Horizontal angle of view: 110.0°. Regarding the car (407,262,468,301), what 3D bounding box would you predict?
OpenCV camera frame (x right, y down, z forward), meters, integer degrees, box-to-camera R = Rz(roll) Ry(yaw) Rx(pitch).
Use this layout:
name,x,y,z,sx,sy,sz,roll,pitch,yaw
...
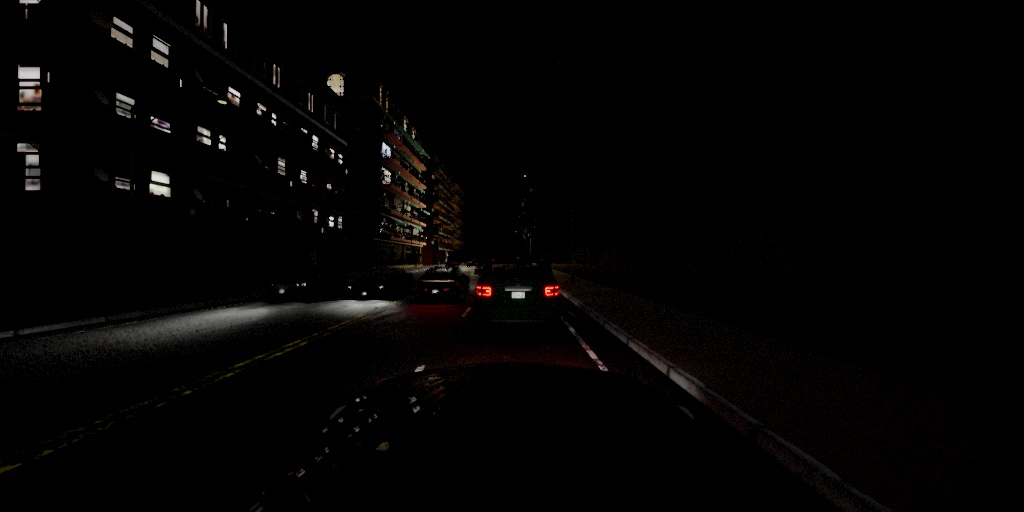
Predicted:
name,x,y,z,sx,sy,sz,roll,pitch,yaw
car,-3.149,1.244,17.175,2.128,1.511,4.902,0,0,0

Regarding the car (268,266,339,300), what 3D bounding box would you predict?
name,x,y,z,sx,sy,sz,roll,pitch,yaw
car,-9.849,1.244,17.796,2.128,1.511,4.902,0,0,0

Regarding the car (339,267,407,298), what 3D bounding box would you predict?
name,x,y,z,sx,sy,sz,roll,pitch,yaw
car,-6.600,1.300,18.692,2.033,1.411,5.357,0,0,0

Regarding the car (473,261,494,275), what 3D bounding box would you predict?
name,x,y,z,sx,sy,sz,roll,pitch,yaw
car,-3.140,1.301,40.655,2.033,1.411,5.357,0,0,0

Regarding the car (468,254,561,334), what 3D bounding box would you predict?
name,x,y,z,sx,sy,sz,roll,pitch,yaw
car,0.103,0.973,10.755,2.150,2.045,5.566,0,0,-1

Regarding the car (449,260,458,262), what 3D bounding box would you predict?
name,x,y,z,sx,sy,sz,roll,pitch,yaw
car,-9.817,1.353,58.954,1.895,1.301,4.718,0,0,0
